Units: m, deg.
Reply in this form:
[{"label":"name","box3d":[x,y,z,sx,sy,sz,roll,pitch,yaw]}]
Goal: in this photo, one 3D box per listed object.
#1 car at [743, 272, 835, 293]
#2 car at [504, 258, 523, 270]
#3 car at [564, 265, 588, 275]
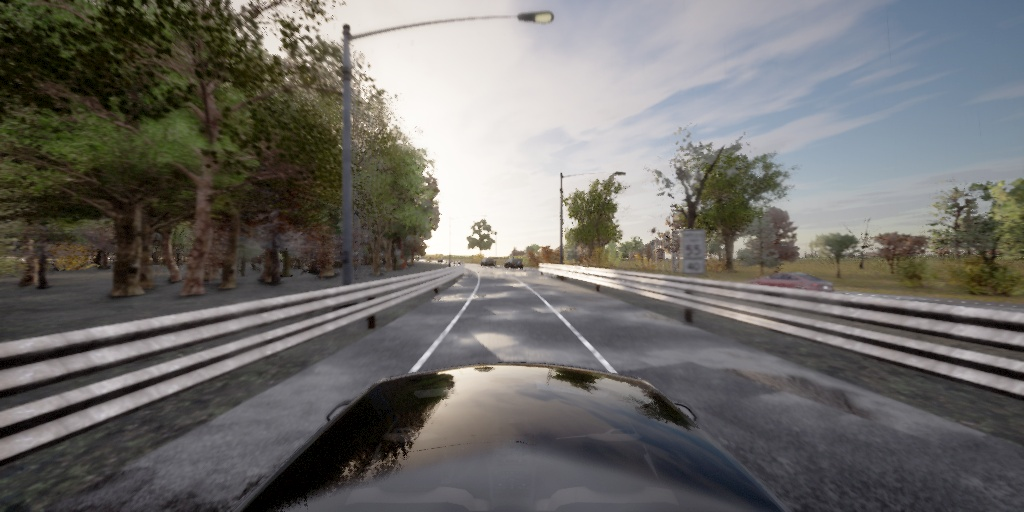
[{"label":"car","box3d":[15.479,1.601,20.336,1.994,1.385,4.181,0,0,-19]},{"label":"car","box3d":[0.241,1.413,63.919,2.150,2.045,5.566,1,-1,-19]},{"label":"car","box3d":[7.485,1.729,43.186,1.895,1.301,4.718,0,0,-19]}]
